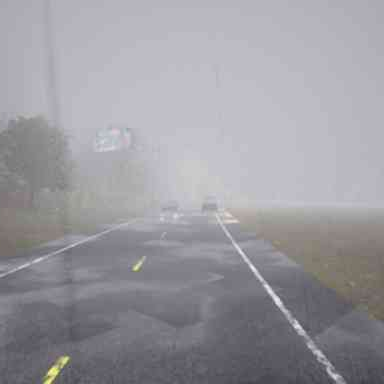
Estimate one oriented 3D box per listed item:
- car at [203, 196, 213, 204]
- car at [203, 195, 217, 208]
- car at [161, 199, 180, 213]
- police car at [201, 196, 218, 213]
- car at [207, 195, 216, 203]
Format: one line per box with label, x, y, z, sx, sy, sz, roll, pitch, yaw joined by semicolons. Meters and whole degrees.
car;3.597;1.705;75.068;2.097;1.767;4.553;0;-1;6
car;3.106;1.513;56.214;2.150;2.045;5.566;0;-1;4
car;-2.537;1.635;39.777;1.882;1.535;5.008;0;0;3
police car;2.122;1.586;40.375;1.930;1.638;5.238;0;0;3
car;5.325;1.818;91.267;2.150;2.045;5.566;0;-1;7
